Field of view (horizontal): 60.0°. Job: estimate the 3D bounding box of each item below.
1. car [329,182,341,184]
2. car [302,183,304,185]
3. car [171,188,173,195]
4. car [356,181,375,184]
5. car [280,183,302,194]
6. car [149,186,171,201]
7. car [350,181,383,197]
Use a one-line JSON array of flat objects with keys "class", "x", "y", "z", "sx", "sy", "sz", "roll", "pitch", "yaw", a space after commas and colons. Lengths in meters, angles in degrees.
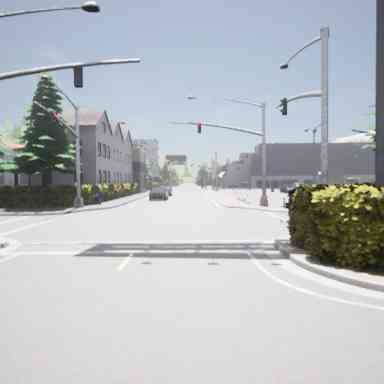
[{"class": "car", "x": 25.178, "y": -1.021, "z": 59.534, "sx": 2.152, "sy": 1.636, "sz": 5.027, "roll": -1, "pitch": 2, "yaw": -1}, {"class": "car", "x": 18.764, "y": -0.859, "z": 59.168, "sx": 1.970, "sy": 1.475, "sz": 3.806, "roll": -1, "pitch": 2, "yaw": -1}, {"class": "car", "x": -3.840, "y": -0.176, "z": 48.450, "sx": 2.128, "sy": 1.511, "sz": 4.902, "roll": -1, "pitch": 2, "yaw": 0}, {"class": "car", "x": 18.941, "y": -0.169, "z": 34.249, "sx": 1.905, "sy": 1.878, "sz": 3.866, "roll": -1, "pitch": 2, "yaw": -1}, {"class": "car", "x": 15.155, "y": -0.512, "z": 52.099, "sx": 2.007, "sy": 1.523, "sz": 4.514, "roll": -1, "pitch": 2, "yaw": -1}, {"class": "car", "x": -3.801, "y": 0.154, "z": 38.318, "sx": 1.882, "sy": 1.535, "sz": 5.008, "roll": -1, "pitch": 2, "yaw": 0}, {"class": "car", "x": 22.169, "y": -0.453, "z": 42.137, "sx": 1.932, "sy": 1.855, "sz": 4.605, "roll": -1, "pitch": 2, "yaw": -1}]
